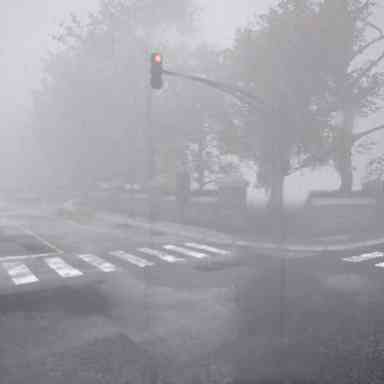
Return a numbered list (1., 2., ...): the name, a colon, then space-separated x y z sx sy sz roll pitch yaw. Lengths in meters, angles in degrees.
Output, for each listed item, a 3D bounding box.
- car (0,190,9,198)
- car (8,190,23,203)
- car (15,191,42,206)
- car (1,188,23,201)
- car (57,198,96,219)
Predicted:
1. car: -34.353 0.381 59.643 2.008 1.369 4.403 1 0 -36
2. car: -21.322 0.781 41.734 1.947 1.339 4.313 1 0 -36
3. car: -18.063 0.863 37.256 2.008 1.369 4.403 1 0 -36
4. car: -24.573 0.434 46.212 2.192 1.841 5.009 1 0 -36
5. car: -8.390 1.129 23.962 1.752 1.417 4.829 1 0 -36
